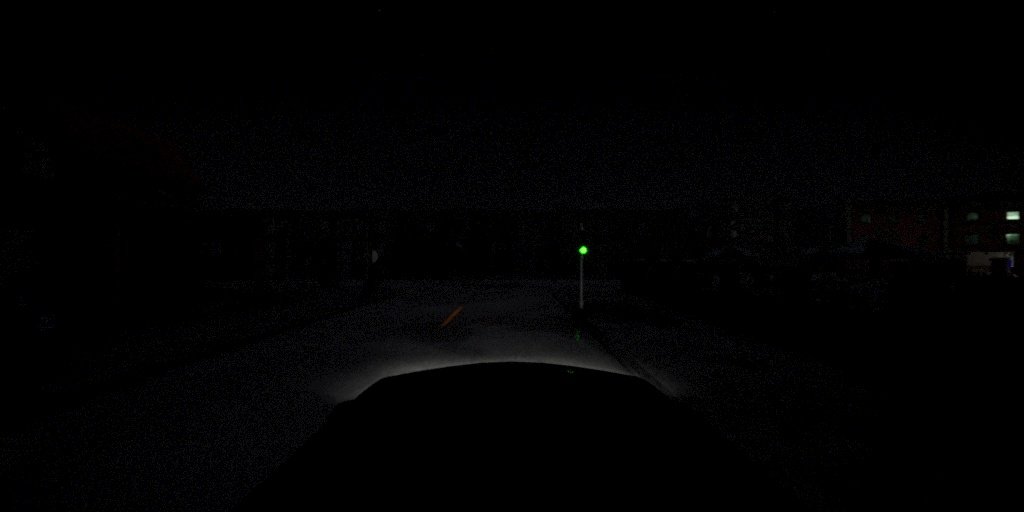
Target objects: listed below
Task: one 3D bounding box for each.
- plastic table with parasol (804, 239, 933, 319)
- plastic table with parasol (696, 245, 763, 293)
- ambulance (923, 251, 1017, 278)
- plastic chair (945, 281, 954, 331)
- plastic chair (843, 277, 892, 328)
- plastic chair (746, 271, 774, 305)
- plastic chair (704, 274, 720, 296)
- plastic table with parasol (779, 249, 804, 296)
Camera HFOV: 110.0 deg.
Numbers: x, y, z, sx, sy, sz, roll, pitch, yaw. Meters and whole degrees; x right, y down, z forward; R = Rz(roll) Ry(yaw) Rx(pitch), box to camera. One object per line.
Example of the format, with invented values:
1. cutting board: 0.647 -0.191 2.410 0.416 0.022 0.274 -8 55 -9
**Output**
1. plastic table with parasol: 10.679 0.721 10.706 2.482 2.480 2.482 0 0 -40
2. plastic table with parasol: 9.678 0.761 15.936 2.482 2.480 2.482 0 0 -40
3. ambulance: 37.679 0.833 30.044 6.366 2.431 2.351 0 0 0
4. plastic chair: 11.412 1.316 9.708 0.750 1.272 0.730 0 0 -40
5. plastic chair: 9.706 1.323 9.804 0.730 1.272 0.750 0 0 -35
6. plastic chair: 10.411 1.362 14.938 0.750 1.272 0.730 0 0 -40
7. plastic chair: 8.704 1.363 15.034 0.730 1.272 0.750 0 0 -35
8. plastic table with parasol: 14.167 0.726 16.377 2.482 2.480 2.482 0 0 -40
